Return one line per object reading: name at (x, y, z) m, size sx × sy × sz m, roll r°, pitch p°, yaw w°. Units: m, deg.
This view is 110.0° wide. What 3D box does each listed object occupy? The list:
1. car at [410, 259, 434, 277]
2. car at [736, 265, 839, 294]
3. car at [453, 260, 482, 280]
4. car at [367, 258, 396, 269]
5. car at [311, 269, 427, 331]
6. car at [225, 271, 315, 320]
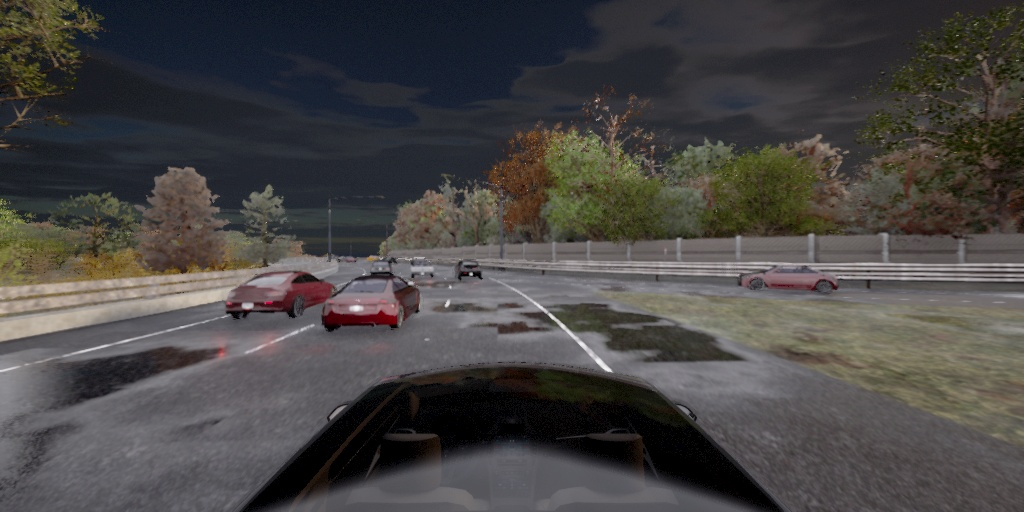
car at (-8.155, 1.174, 32.320) m, size 1.895 × 1.301 × 4.718 m, roll 0°, pitch 0°, yaw -16°
car at (14.166, 1.151, 18.676) m, size 4.181 × 1.385 × 1.994 m, roll 0°, pitch 0°, yaw 27°
car at (-3.617, 1.085, 28.962) m, size 1.837 × 1.490 × 4.892 m, roll 0°, pitch 0°, yaw -14°
car at (-11.883, 1.132, 32.679) m, size 2.033 × 1.411 × 5.357 m, roll 0°, pitch 0°, yaw -17°
car at (-4.040, 1.266, 10.957) m, size 1.994 × 1.385 × 4.181 m, roll 0°, pitch 0°, yaw -4°
car at (-7.752, 1.231, 12.451) m, size 1.812 × 1.442 × 4.674 m, roll 0°, pitch 0°, yaw -6°
